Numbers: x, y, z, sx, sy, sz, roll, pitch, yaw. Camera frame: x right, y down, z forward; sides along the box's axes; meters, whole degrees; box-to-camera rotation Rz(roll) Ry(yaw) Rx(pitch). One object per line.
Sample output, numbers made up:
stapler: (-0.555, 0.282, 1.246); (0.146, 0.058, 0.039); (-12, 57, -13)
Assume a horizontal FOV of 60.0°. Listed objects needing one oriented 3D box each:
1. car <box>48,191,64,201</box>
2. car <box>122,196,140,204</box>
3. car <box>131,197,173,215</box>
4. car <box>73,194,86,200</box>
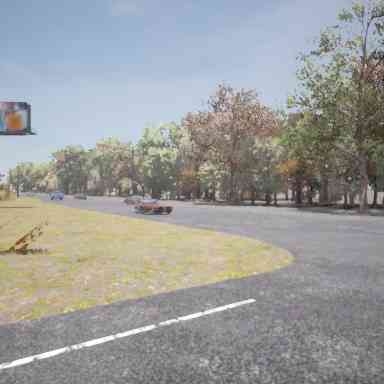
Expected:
car: (-28.379, 0.768, 69.965); (2.150, 2.045, 5.566); (0, 0, -27)
car: (-9.076, 1.261, 51.920); (2.033, 1.411, 5.357); (0, 0, -34)
car: (-3.665, 1.436, 31.421); (1.895, 1.301, 4.718); (0, 0, -34)
car: (-26.074, 1.065, 77.096); (1.994, 1.385, 4.181); (0, 0, -34)
